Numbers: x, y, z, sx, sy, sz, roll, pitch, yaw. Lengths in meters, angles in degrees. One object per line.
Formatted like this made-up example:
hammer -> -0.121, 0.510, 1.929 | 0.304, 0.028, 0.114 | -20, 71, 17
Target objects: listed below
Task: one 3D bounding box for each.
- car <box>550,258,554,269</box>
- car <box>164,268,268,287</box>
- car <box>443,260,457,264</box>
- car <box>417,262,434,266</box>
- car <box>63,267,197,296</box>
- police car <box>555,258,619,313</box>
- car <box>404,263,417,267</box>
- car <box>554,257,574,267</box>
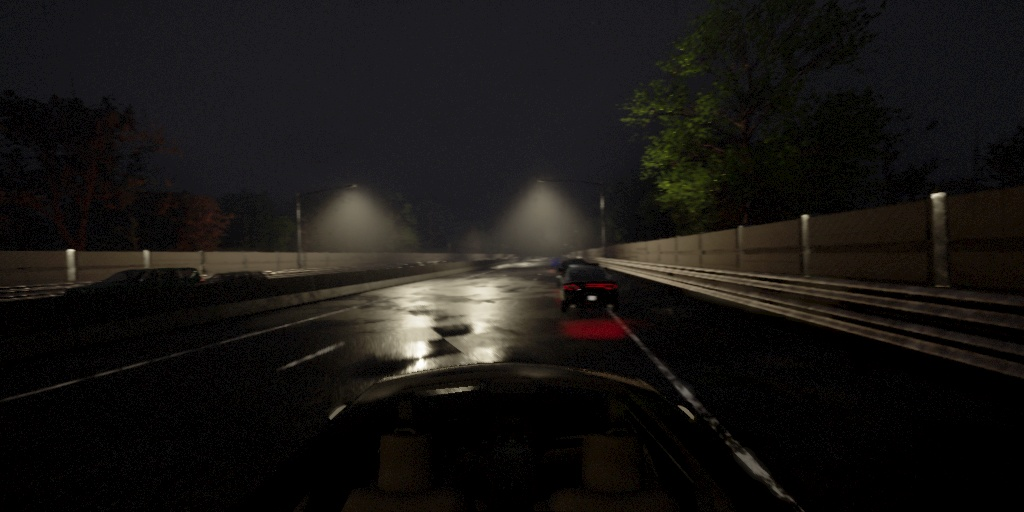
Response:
car -> 6.135, 1.000, 49.040 | 1.812, 1.442, 4.674 | -2, 0, 8
car -> -15.297, 1.650, 19.389 | 2.097, 1.767, 4.553 | -2, 0, 7
car -> -10.215, 1.438, 59.562 | 2.097, 1.767, 4.553 | -2, 0, 8
car -> -13.673, 1.769, 60.017 | 1.994, 1.385, 4.181 | -2, 0, 8
car -> -18.955, 1.658, 18.394 | 2.150, 2.045, 5.566 | -2, 0, 7
police car -> 2.750, 1.059, 13.564 | 1.930, 1.638, 5.238 | -2, 0, 7
car -> -17.005, 1.879, 61.535 | 1.994, 1.385, 4.181 | -2, 0, 8
car -> 3.966, 0.929, 23.349 | 2.097, 1.767, 4.553 | -2, 0, 7
